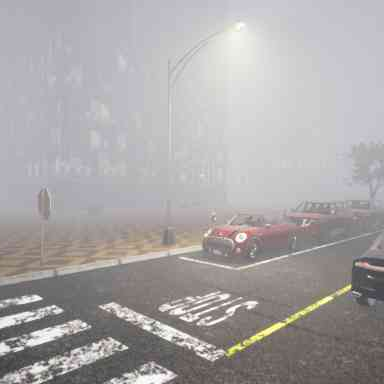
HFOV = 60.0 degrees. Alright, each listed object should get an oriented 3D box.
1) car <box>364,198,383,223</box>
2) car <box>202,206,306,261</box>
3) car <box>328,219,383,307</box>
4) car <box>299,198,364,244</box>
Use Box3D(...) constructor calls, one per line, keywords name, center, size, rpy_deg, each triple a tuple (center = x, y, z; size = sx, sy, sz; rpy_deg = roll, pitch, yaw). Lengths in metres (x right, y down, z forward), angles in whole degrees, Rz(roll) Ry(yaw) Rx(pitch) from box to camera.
Box3D(name="car", center=(10.227, 1.327, 20.261), size=(5.009, 1.841, 2.192), rpy_deg=(0, 0, -45))
Box3D(name="car", center=(2.234, 1.448, 12.283), size=(4.097, 1.590, 1.967), rpy_deg=(0, 0, -45))
Box3D(name="car", center=(4.990, 1.495, 7.003), size=(4.902, 1.511, 2.128), rpy_deg=(0, 0, -45))
Box3D(name="car", center=(6.231, 1.325, 16.271), size=(5.009, 1.841, 2.192), rpy_deg=(0, 0, -45))
